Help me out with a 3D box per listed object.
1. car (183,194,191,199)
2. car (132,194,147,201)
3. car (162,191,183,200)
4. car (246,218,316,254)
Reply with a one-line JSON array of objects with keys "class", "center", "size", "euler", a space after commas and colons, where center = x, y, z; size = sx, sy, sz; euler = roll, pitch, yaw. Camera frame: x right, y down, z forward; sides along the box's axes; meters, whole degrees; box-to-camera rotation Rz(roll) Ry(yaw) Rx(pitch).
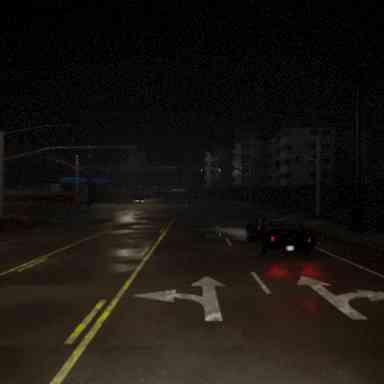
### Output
[{"class": "car", "center": [-2.213, 1.273, 90.926], "size": [2.033, 1.411, 5.357], "euler": [0, 1, -29]}, {"class": "car", "center": [-13.229, 1.174, 81.633], "size": [2.097, 1.767, 4.553], "euler": [0, 1, -23]}, {"class": "car", "center": [-5.288, 0.967, 89.246], "size": [2.150, 2.045, 5.566], "euler": [0, 1, -29]}, {"class": "car", "center": [3.505, 1.729, 14.080], "size": [1.895, 1.301, 4.718], "euler": [0, 0, 0]}]
